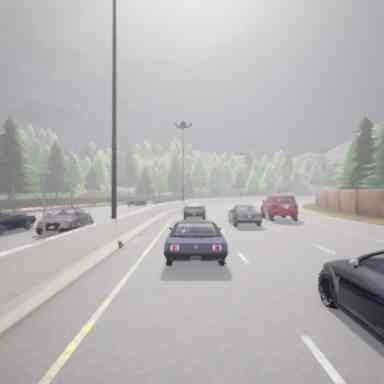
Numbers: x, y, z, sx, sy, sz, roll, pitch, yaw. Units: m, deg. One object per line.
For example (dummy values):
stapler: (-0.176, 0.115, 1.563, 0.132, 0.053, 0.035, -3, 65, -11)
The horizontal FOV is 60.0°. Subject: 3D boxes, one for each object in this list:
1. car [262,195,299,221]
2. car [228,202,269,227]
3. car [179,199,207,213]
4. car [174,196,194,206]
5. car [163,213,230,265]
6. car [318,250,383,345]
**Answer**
car: (7.238, 1.277, 27.876, 2.150, 2.045, 5.566, 0, 0, 2)
car: (3.644, 1.593, 23.438, 2.033, 1.411, 5.357, 0, 0, 1)
car: (0.292, 1.545, 28.760, 2.128, 1.511, 4.902, 0, 0, 2)
car: (-1.386, 1.586, 58.711, 1.882, 1.535, 5.008, 0, 0, 19)
car: (0.114, 1.623, 11.705, 1.895, 1.301, 4.718, 0, 0, 0)
car: (3.596, 1.576, 5.248, 1.994, 1.385, 4.181, 0, 0, 0)
